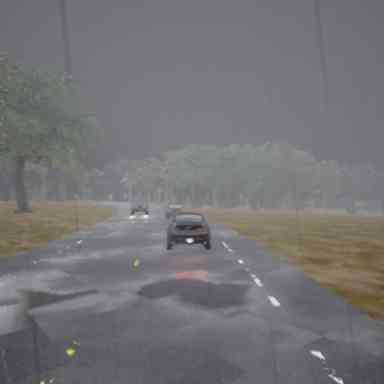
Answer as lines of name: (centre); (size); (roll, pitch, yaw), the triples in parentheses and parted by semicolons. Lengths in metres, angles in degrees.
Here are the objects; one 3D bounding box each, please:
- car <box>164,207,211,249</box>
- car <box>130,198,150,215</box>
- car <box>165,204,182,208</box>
car: (-0.206, 1.669, 15.476); (1.837, 1.490, 4.892); (0, 0, -3)
car: (-6.610, 1.804, 42.391); (2.150, 2.045, 5.566); (-1, -1, -8)
car: (-1.797, 1.939, 34.461); (1.812, 1.442, 4.674); (0, -1, -7)
